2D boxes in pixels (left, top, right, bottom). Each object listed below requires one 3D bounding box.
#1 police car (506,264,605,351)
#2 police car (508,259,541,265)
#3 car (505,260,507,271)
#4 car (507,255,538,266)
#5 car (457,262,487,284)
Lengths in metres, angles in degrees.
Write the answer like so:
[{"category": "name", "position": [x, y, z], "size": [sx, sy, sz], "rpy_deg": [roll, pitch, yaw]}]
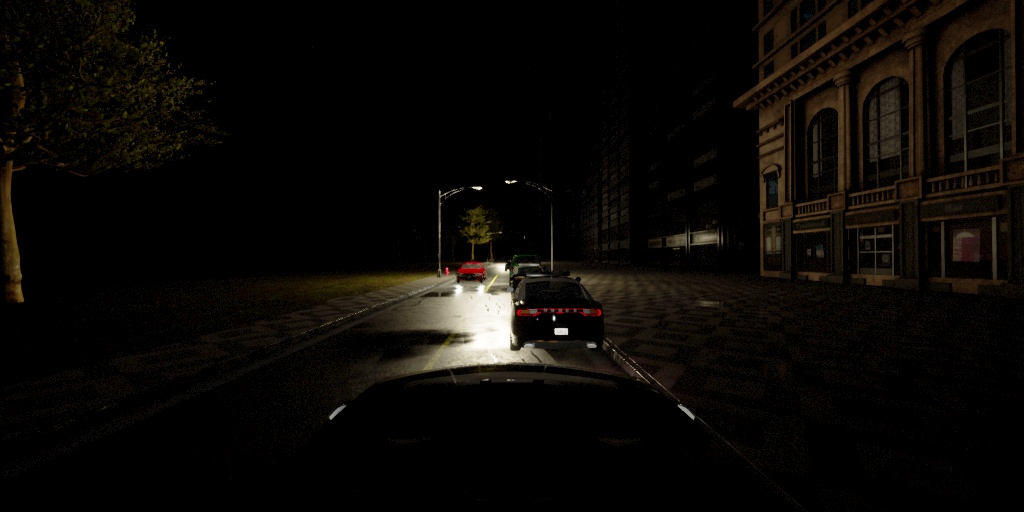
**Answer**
[{"category": "police car", "position": [0.899, 1.175, 9.132], "size": [1.930, 1.638, 5.238], "rpy_deg": [0, 0, 0]}, {"category": "police car", "position": [0.898, 1.170, 19.133], "size": [1.930, 1.638, 5.238], "rpy_deg": [0, 0, 0]}, {"category": "car", "position": [0.017, 1.252, 46.584], "size": [2.033, 1.411, 5.357], "rpy_deg": [0, 0, 1]}, {"category": "car", "position": [0.895, 0.963, 25.054], "size": [2.150, 2.045, 5.566], "rpy_deg": [0, 0, 0]}, {"category": "car", "position": [-3.003, 1.214, 27.379], "size": [1.882, 1.535, 5.008], "rpy_deg": [0, 0, 0]}]
